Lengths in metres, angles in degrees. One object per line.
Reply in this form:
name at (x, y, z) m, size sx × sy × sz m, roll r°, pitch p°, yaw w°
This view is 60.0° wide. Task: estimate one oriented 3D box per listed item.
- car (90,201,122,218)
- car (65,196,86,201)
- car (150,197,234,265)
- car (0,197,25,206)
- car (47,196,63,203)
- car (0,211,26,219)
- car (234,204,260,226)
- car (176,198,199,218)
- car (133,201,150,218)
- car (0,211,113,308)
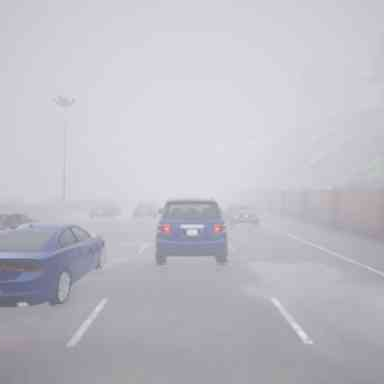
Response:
car at (-7.421, 1.495, 28.836) m, size 1.994 × 1.385 × 4.181 m, roll 0°, pitch 0°, yaw -1°
car at (-18.616, 1.398, 54.030) m, size 1.812 × 1.442 × 4.674 m, roll 0°, pitch 0°, yaw -1°
car at (-0.047, 1.192, 11.788) m, size 2.150 × 2.045 × 5.566 m, roll 0°, pitch 0°, yaw -1°
car at (-25.489, 1.439, 46.690) m, size 2.033 × 1.411 × 5.357 m, roll 0°, pitch 0°, yaw -1°
car at (-22.127, 1.418, 55.148) m, size 2.033 × 1.411 × 5.357 m, roll 0°, pitch 0°, yaw -1°
car at (-7.065, 1.476, 12.444) m, size 1.837 × 1.490 × 4.892 m, roll 0°, pitch 0°, yaw -1°
car at (3.224, 1.491, 22.518) m, size 2.033 × 1.411 × 5.357 m, roll 0°, pitch 0°, yaw -1°
car at (-0.443, 1.404, 29.937) m, size 1.882 × 1.535 × 5.008 m, roll 0°, pitch 0°, yaw -1°
car at (-3.920, 1.494, 28.836) m, size 1.994 × 1.385 × 4.181 m, roll 0°, pitch 0°, yaw -1°
car at (-3.487, 1.459, 8.011) m, size 1.882 × 1.535 × 5.008 m, roll 0°, pitch 0°, yaw -1°
